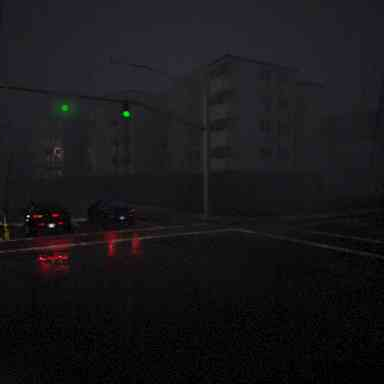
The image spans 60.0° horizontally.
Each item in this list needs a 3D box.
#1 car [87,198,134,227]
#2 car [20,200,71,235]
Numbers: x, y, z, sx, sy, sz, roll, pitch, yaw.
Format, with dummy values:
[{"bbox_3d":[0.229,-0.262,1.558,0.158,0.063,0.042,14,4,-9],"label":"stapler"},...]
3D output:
[{"bbox_3d":[-4.752,1.095,19.193,1.812,1.442,4.674,-1,2,-29],"label":"car"},{"bbox_3d":[-7.307,1.163,16.596,1.837,1.490,4.892,-1,2,-29],"label":"car"}]
